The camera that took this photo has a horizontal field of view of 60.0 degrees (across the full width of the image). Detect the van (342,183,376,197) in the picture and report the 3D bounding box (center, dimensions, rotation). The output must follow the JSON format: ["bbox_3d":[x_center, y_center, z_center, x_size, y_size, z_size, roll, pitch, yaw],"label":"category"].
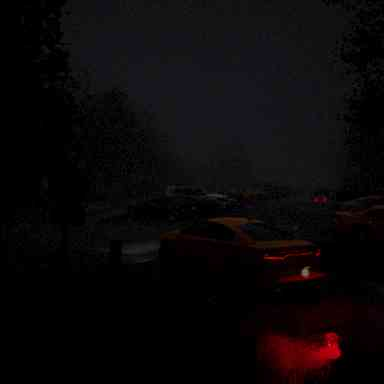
[{"bbox_3d":[24.717,-0.370,49.448,4.442,1.987,1.878,1,2,24],"label":"van"}]

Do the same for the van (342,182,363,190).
[{"bbox_3d":[38.548,-1.438,79.804,4.442,1.987,1.878,1,2,24],"label":"van"}]

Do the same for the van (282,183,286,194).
[{"bbox_3d":[11.908,-0.485,52.314,4.442,1.987,1.878,1,2,24],"label":"van"}]

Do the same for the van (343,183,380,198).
[{"bbox_3d":[23.782,-0.277,46.832,4.442,1.987,1.878,1,2,24],"label":"van"}]

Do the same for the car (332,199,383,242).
[{"bbox_3d":[8.803,1.323,14.266,5.008,1.535,2.097,1,3,24],"label":"car"}]

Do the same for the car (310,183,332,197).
[{"bbox_3d":[18.431,-0.061,47.292,2.128,1.511,4.902,1,2,24],"label":"car"}]

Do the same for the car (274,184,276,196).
[{"bbox_3d":[8.345,0.015,44.797,4.892,1.521,2.231,1,3,24],"label":"car"}]

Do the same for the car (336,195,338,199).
[{"bbox_3d":[11.026,1.132,19.203,4.792,1.488,2.163,1,3,24],"label":"car"}]

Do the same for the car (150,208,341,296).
[{"bbox_3d":[0.899,1.382,8.501,1.882,1.535,5.008,2,-1,-31],"label":"car"}]

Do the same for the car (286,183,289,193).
[{"bbox_3d":[12.925,-0.321,54.909,4.792,1.488,2.163,1,2,24],"label":"car"}]

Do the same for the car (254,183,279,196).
[{"bbox_3d":[9.530,-0.206,47.305,4.553,1.767,2.185,1,2,24],"label":"car"}]

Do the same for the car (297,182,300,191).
[{"bbox_3d":[18.698,-0.793,67.523,4.892,1.521,2.231,1,2,24],"label":"car"}]

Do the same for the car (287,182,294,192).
[{"bbox_3d":[15.226,-0.499,59.959,4.792,1.488,2.163,1,2,24],"label":"car"}]

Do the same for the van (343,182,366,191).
[{"bbox_3d":[36.461,-1.256,74.661,4.442,1.987,1.878,1,2,24],"label":"van"}]

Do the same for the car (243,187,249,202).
[{"bbox_3d":[2.608,0.560,32.182,4.892,1.521,2.231,1,3,24],"label":"car"}]

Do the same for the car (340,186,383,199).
[{"bbox_3d":[22.532,0.035,44.367,5.008,1.535,2.097,1,2,24],"label":"car"}]

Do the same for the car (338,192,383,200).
[{"bbox_3d":[9.984,1.086,16.766,4.553,1.767,2.185,1,3,24],"label":"car"}]

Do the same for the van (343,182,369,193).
[{"bbox_3d":[31.869,-0.902,64.583,4.442,1.987,1.878,1,2,24],"label":"van"}]

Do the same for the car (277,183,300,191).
[{"bbox_3d":[20.977,-1.098,72.579,4.553,1.767,2.185,1,2,24],"label":"car"}]

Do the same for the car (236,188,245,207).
[{"bbox_3d":[1.621,0.671,29.583,5.366,1.575,1.946,1,3,24],"label":"car"}]

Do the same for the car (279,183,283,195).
[{"bbox_3d":[10.678,-0.142,49.834,4.792,1.488,2.163,1,2,24],"label":"car"}]

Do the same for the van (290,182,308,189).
[{"bbox_3d":[28.945,-1.747,90.274,4.442,1.987,1.878,1,1,24],"label":"van"}]

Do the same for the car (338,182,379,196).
[{"bbox_3d":[25.946,-0.482,51.929,5.566,2.045,2.435,1,2,24],"label":"car"}]

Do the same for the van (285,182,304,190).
[{"bbox_3d":[25.501,-1.555,82.711,4.442,1.987,1.878,1,2,24],"label":"van"}]

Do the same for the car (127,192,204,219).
[{"bbox_3d":[-2.026,1.039,22.101,4.792,1.488,2.163,1,3,24],"label":"car"}]

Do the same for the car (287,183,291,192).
[{"bbox_3d":[14.076,-0.410,57.434,4.792,1.488,2.163,1,2,24],"label":"car"}]

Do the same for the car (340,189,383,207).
[{"bbox_3d":[16.766,0.569,31.794,4.792,1.488,2.163,1,3,24],"label":"car"}]

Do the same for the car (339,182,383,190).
[{"bbox_3d":[15.669,0.402,29.240,5.566,2.045,2.435,1,3,24],"label":"car"}]

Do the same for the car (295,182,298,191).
[{"bbox_3d":[17.559,-0.704,64.993,4.892,1.521,2.231,1,2,24],"label":"car"}]

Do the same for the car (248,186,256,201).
[{"bbox_3d":[3.584,0.439,34.785,5.366,1.575,1.946,1,3,24],"label":"car"}]

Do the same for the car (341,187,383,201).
[{"bbox_3d":[20.259,0.251,39.321,4.792,1.488,2.163,1,2,24],"label":"car"}]

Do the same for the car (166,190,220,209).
[{"bbox_3d":[-0.844,0.897,24.610,5.008,1.535,2.097,1,3,24],"label":"car"}]

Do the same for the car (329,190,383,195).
[{"bbox_3d":[13.180,0.872,24.303,5.366,1.575,1.946,1,3,24],"label":"car"}]

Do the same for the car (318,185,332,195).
[{"bbox_3d":[22.699,-0.405,56.657,1.882,1.535,5.008,1,2,24],"label":"car"}]

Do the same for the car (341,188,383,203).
[{"bbox_3d":[19.165,0.347,36.921,4.792,1.488,2.163,1,3,24],"label":"car"}]

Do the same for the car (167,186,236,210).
[{"bbox_3d":[0.327,0.534,27.113,5.566,2.045,2.435,1,3,24],"label":"car"}]

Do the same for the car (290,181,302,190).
[{"bbox_3d":[19.686,-0.889,70.122,5.366,1.575,1.946,1,2,24],"label":"car"}]

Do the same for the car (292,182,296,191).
[{"bbox_3d":[16.235,-0.622,62.547,5.366,1.575,1.946,1,2,24],"label":"car"}]

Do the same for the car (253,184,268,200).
[{"bbox_3d":[5.935,0.211,39.943,5.366,1.575,1.946,1,3,24],"label":"car"}]

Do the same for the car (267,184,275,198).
[{"bbox_3d":[7.372,0.115,42.201,5.366,1.575,1.946,1,3,24],"label":"car"}]

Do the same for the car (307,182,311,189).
[{"bbox_3d":[26.783,-1.667,85.175,5.566,2.045,2.435,1,2,24],"label":"car"}]

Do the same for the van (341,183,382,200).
[{"bbox_3d":[21.275,-0.100,41.872,4.442,1.987,1.878,1,2,24],"label":"van"}]

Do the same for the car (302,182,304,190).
[{"bbox_3d":[22.127,-1.187,75.104,4.553,1.767,2.185,1,2,24],"label":"car"}]

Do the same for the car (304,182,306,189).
[{"bbox_3d":[23.301,-1.150,77.623,5.008,1.535,2.097,1,2,24],"label":"car"}]
